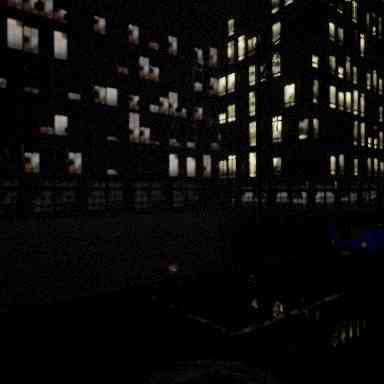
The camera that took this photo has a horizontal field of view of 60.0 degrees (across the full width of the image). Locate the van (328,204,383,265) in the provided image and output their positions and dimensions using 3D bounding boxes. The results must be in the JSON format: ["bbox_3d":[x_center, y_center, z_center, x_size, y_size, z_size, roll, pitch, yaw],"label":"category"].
[{"bbox_3d":[6.284,1.328,11.415,3.998,1.788,1.690,0,0,-38],"label":"van"}]
